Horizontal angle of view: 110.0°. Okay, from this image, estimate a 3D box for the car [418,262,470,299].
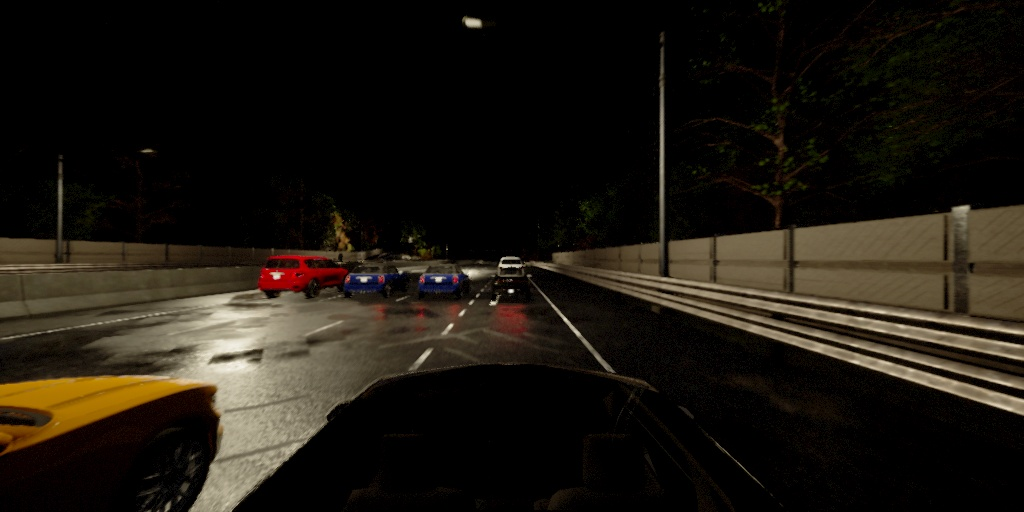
[{"bbox_3d":[-3.453,1.177,18.953,2.097,1.767,4.553,0,0,0],"label":"car"}]

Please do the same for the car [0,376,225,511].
[{"bbox_3d":[-3.397,1.215,1.017,1.882,1.535,5.008,0,0,0],"label":"car"}]

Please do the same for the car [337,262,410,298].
[{"bbox_3d":[-6.954,1.167,18.944,2.097,1.767,4.553,0,0,0],"label":"car"}]

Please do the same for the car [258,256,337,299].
[{"bbox_3d":[-10.452,1.025,18.600,2.150,2.045,5.566,0,0,0],"label":"car"}]

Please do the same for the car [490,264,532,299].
[{"bbox_3d":[-0.052,1.337,18.528,1.837,1.490,4.892,0,0,0],"label":"car"}]

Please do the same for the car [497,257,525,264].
[{"bbox_3d":[-0.089,1.121,31.219,2.150,2.045,5.566,0,0,0],"label":"car"}]
